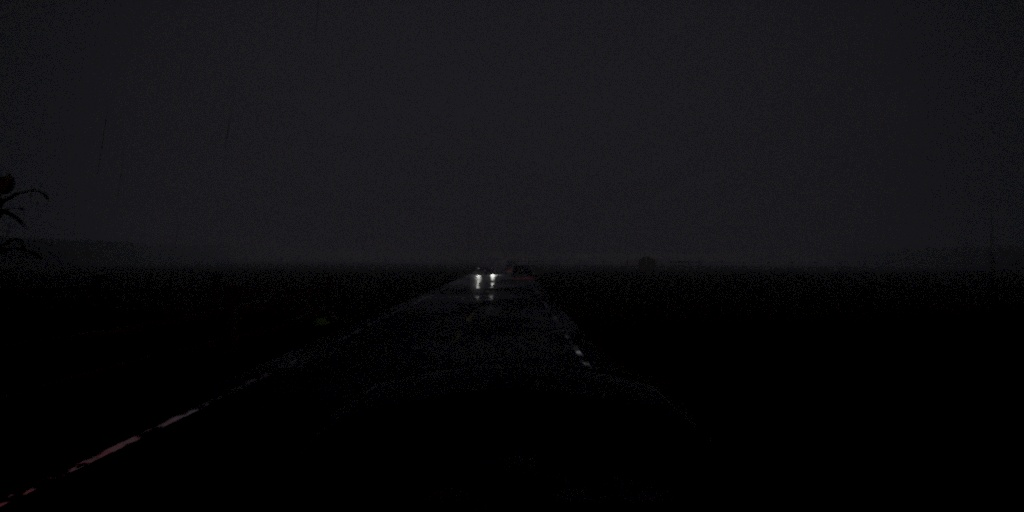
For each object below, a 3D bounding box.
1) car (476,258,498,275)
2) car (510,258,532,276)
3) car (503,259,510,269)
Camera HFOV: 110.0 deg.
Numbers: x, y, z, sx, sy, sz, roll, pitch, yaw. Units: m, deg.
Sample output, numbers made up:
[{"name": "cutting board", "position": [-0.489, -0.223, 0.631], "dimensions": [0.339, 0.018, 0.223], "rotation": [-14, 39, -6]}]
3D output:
[{"name": "car", "position": [-2.834, 1.265, 39.860], "dimensions": [1.812, 1.442, 4.674], "rotation": [0, 0, 0]}, {"name": "car", "position": [0.967, 1.219, 36.367], "dimensions": [1.882, 1.535, 5.008], "rotation": [0, 0, 0]}, {"name": "car", "position": [0.008, 1.236, 55.459], "dimensions": [1.837, 1.490, 4.892], "rotation": [0, 0, 0]}]
